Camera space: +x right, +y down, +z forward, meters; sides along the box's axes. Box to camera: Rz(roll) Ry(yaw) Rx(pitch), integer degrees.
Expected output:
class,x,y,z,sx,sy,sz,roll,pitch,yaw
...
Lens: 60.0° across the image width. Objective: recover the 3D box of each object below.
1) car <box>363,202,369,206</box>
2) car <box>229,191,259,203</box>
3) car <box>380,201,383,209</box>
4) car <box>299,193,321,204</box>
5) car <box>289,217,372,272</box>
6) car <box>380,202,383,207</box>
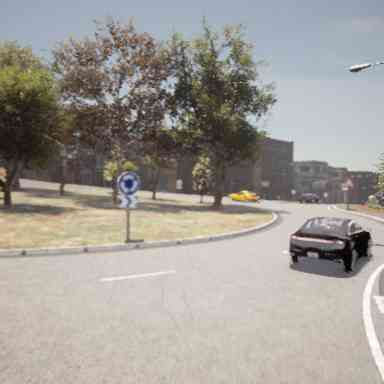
class,x,y,z,sx,sy,sz,roll,pitch,yaw
car,37.023,2.721,68.910,1.994,1.385,4.181,2,-1,45
car,7.269,0.616,47.019,1.882,1.535,5.008,-1,2,-34
car,45.590,3.099,77.490,2.097,1.767,4.553,2,-1,45
car,17.004,0.999,47.875,1.837,1.490,4.892,2,-1,38
car,4.952,1.623,11.597,2.128,1.511,4.902,2,1,36
car,39.343,2.821,66.636,1.994,1.385,4.181,2,-1,45
